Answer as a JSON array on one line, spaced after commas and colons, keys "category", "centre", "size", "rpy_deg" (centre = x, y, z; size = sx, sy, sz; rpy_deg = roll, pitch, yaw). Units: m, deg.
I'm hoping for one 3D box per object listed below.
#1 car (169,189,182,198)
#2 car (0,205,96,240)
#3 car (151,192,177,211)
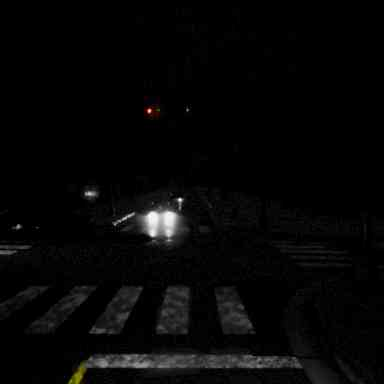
[{"category": "car", "centre": [-2.686, 0.252, 55.069], "size": [1.837, 1.490, 4.892], "rpy_deg": [0, 1, 1]}, {"category": "car", "centre": [-6.848, 1.282, 13.890], "size": [5.357, 1.411, 2.033], "rpy_deg": [1, 1, -28]}, {"category": "car", "centre": [-2.783, 1.006, 31.584], "size": [1.895, 1.301, 4.718], "rpy_deg": [0, 1, 0]}]
